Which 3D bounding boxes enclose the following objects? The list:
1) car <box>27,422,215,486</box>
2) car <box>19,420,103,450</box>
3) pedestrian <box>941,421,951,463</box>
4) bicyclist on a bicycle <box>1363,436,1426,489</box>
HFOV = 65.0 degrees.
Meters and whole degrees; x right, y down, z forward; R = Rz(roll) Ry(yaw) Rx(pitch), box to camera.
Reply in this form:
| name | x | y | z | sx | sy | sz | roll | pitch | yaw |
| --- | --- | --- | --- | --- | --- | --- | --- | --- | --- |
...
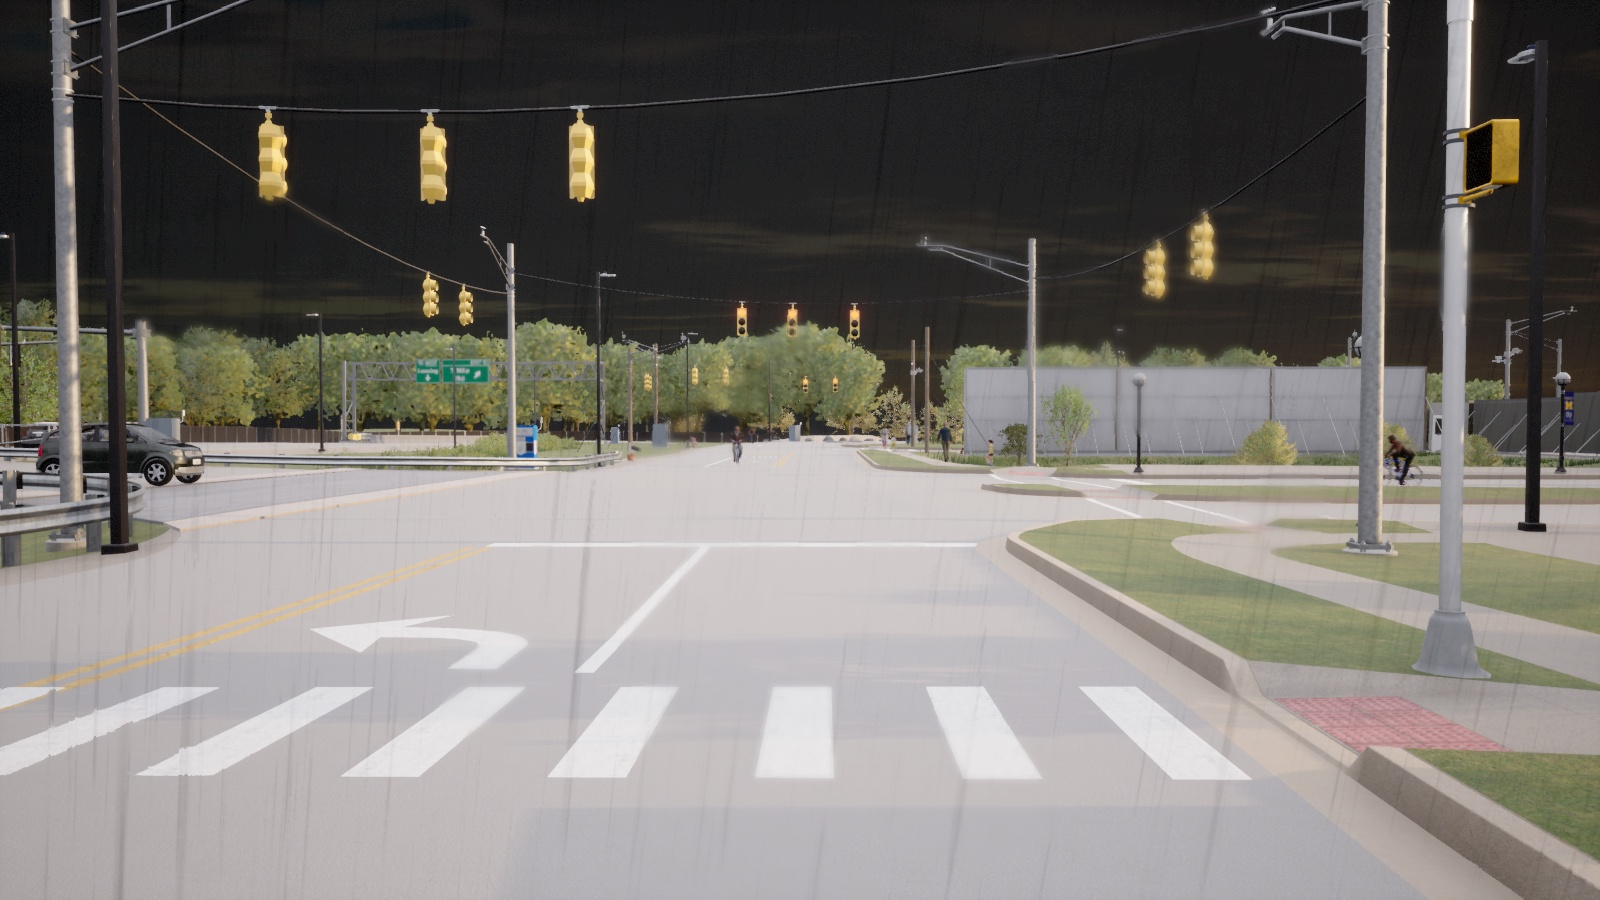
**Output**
| name | x | y | z | sx | sy | sz | roll | pitch | yaw |
| --- | --- | --- | --- | --- | --- | --- | --- | --- | --- |
| car | -16.832 | 0.079 | 31.250 | 3.705 | 1.549 | 1.789 | 0 | 1 | 1 |
| car | -37.271 | -0.756 | 63.429 | 1.970 | 1.475 | 3.806 | 0 | 1 | 1 |
| pedestrian | 6.601 | -0.366 | 56.824 | 0.402 | 1.842 | 0.726 | 0 | 2 | 3 |
| bicyclist on a bicycle | 18.552 | 0.386 | 39.214 | 1.656 | 1.620 | 0.582 | 0 | 1 | 1 |
